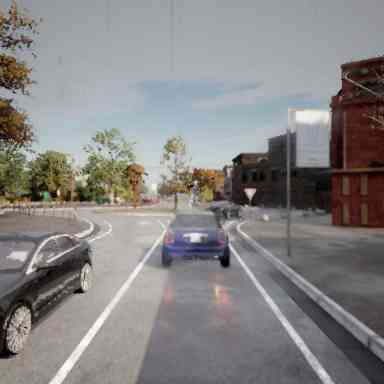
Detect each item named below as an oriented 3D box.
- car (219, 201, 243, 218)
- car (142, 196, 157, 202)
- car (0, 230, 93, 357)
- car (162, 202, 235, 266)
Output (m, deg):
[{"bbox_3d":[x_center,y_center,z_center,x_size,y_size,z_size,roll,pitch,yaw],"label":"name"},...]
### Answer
[{"bbox_3d":[2.961,1.571,29.424,1.837,1.490,4.892,-2,-1,28],"label":"car"},{"bbox_3d":[-12.020,2.176,93.685,4.553,1.767,2.185,0,-2,-2],"label":"car"},{"bbox_3d":[-3.296,1.530,6.150,2.128,1.511,4.902,0,0,1],"label":"car"},{"bbox_3d":[0.119,1.424,11.968,2.097,1.767,4.553,0,0,0],"label":"car"}]
